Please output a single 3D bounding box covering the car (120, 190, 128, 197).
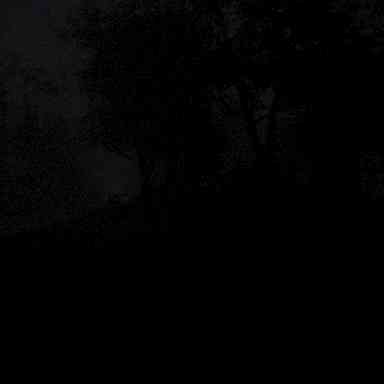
[{"bbox_3d":[-14.610,0.298,70.486,2.128,1.511,4.902,0,3,-10],"label":"car"}]

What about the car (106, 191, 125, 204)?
[{"bbox_3d":[-12.344,1.052,52.244,2.033,1.411,5.357,-2,2,-5],"label":"car"}]
